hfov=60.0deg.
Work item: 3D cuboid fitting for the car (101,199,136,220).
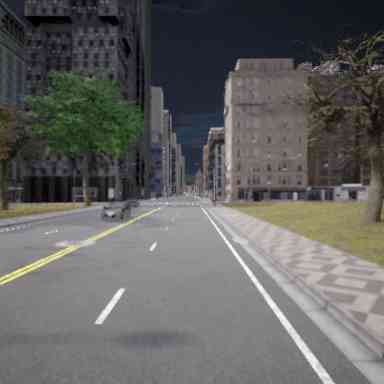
[{"bbox_3d":[-6.601,1.619,29.254,2.128,1.511,4.902,0,0,0],"label":"car"}]

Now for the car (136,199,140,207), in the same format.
[{"bbox_3d":[-9.812,1.814,54.603,2.033,1.411,5.357,0,0,1],"label":"car"}]
